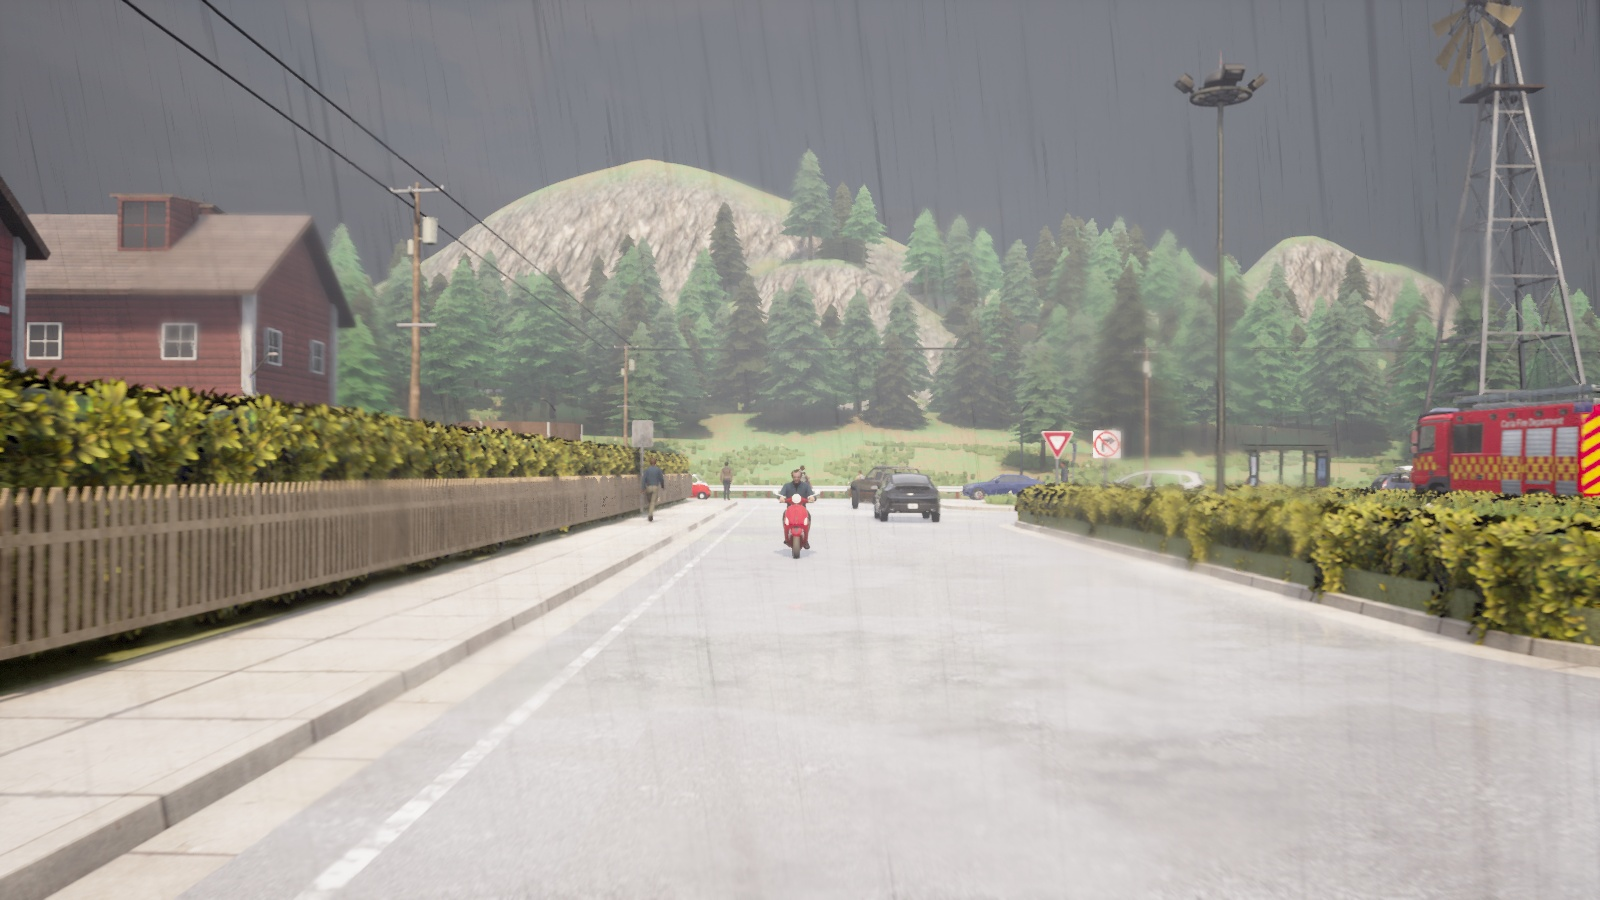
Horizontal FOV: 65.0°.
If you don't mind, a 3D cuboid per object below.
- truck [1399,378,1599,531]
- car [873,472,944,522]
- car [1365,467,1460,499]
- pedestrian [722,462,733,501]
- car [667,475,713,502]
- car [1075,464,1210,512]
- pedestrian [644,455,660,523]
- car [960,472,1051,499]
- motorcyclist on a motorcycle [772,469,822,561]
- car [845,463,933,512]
[{"bbox_3d":[20.582,0.166,35.668,2.891,3.827,8.468,0,-1,-2],"label":"truck"},{"bbox_3d":[3.404,1.479,40.339,1.837,1.490,4.892,0,-1,0],"label":"car"},{"bbox_3d":[31.667,1.674,64.967,3.988,1.617,1.851,0,-1,0],"label":"car"},{"bbox_3d":[-3.439,1.480,59.516,0.328,1.805,0.869,0,-1,11],"label":"pedestrian"},{"bbox_3d":[-5.682,1.981,65.068,2.207,1.376,1.481,-1,-1,0],"label":"car"},{"bbox_3d":[12.443,1.368,45.585,4.611,1.667,2.242,-1,-1,18],"label":"car"},{"bbox_3d":[-4.062,1.064,34.504,0.370,1.835,0.726,0,-1,0],"label":"pedestrian"},{"bbox_3d":[11.174,1.943,68.522,4.674,1.442,1.812,0,-1,0],"label":"car"},{"bbox_3d":[-0.055,1.150,22.814,0.866,1.590,1.817,0,-1,0],"label":"motorcyclist on a motorcycle"},{"bbox_3d":[3.520,1.468,50.767,1.932,1.855,4.605,0,-1,-19],"label":"car"}]
